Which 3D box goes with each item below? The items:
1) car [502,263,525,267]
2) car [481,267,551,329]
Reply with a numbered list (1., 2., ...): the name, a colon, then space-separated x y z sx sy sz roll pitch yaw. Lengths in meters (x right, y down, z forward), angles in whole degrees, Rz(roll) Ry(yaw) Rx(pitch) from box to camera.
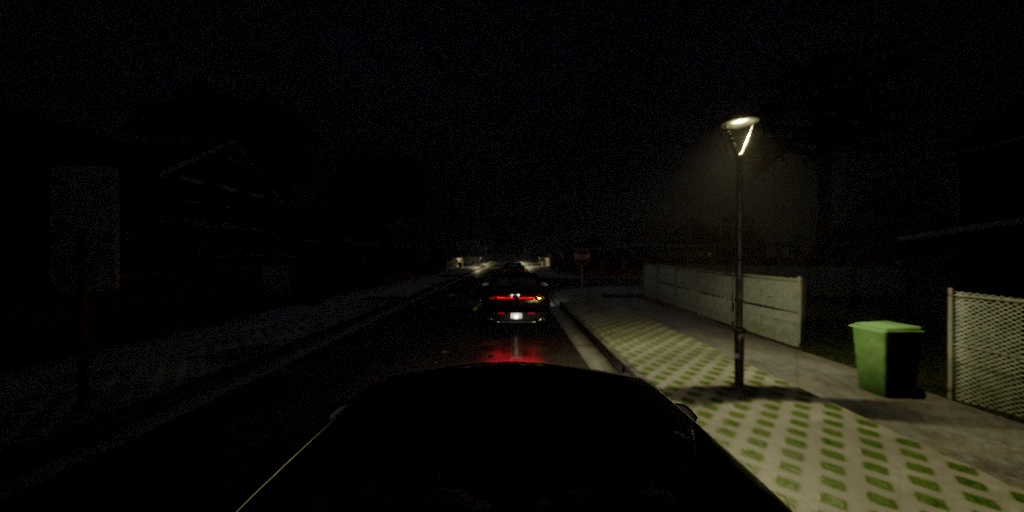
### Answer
1. car: 0.101 1.240 29.812 1.994 1.385 4.181 0 0 0
2. car: 0.099 1.229 11.138 1.837 1.490 4.892 0 0 0
